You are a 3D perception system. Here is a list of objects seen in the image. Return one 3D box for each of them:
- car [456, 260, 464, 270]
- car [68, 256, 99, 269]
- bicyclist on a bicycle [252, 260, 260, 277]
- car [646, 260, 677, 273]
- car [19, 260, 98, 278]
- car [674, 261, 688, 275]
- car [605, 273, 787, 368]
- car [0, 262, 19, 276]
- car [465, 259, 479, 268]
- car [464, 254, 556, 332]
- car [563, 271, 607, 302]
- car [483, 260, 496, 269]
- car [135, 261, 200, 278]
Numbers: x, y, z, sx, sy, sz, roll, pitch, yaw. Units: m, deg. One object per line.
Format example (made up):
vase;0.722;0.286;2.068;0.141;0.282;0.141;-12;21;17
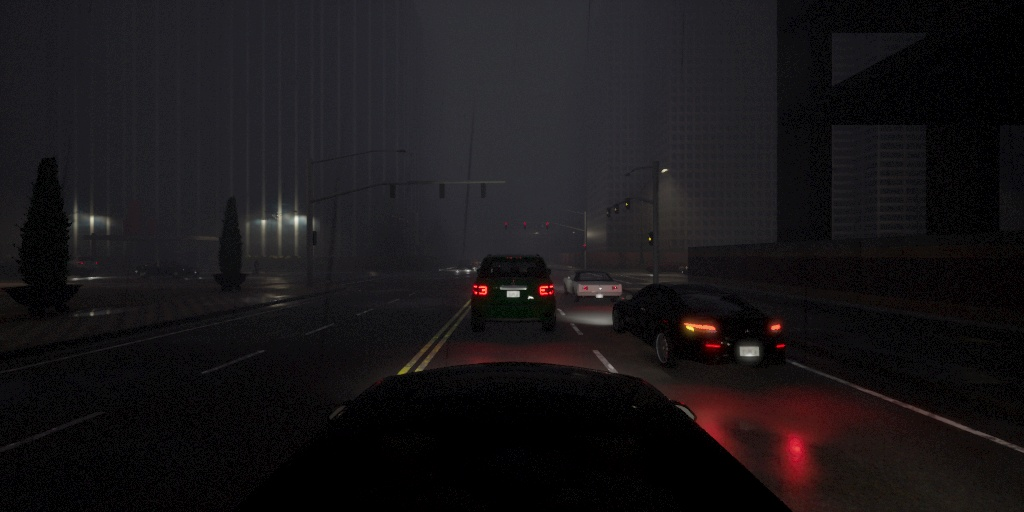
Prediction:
car;-7.062;1.276;53.684;1.812;1.442;4.674;0;0;0
car;-49.787;0.971;40.068;5.566;2.045;2.150;0;0;0
bicyclist on a bicycle;-24.647;1.203;34.507;0.582;1.620;1.656;0;0;-13
car;17.806;1.228;40.636;5.008;1.535;1.882;0;0;0
car;-41.555;1.314;32.939;4.181;1.385;1.994;0;0;0
car;19.875;1.351;37.123;4.718;1.301;1.895;0;0;1
car;3.589;1.276;7.725;1.812;1.442;4.674;0;0;0
car;-50.681;1.314;36.518;4.181;1.385;1.994;0;0;3
car;-7.028;1.228;63.020;1.882;1.535;5.008;0;0;0
car;0.057;0.971;10.968;2.150;2.045;5.566;0;0;1
car;3.593;1.351;16.887;1.895;1.301;4.718;0;0;0
car;-3.552;1.351;57.465;1.895;1.301;4.718;0;0;0
car;-31.588;1.241;32.987;4.902;1.511;2.128;0;0;0
